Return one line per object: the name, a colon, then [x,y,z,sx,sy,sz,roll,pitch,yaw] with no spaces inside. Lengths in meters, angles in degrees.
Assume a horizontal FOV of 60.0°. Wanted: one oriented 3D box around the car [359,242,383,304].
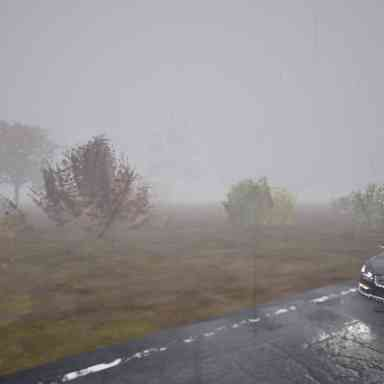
car: [5.549,1.506,7.138,4.892,1.490,1.837,0,0,-34]
